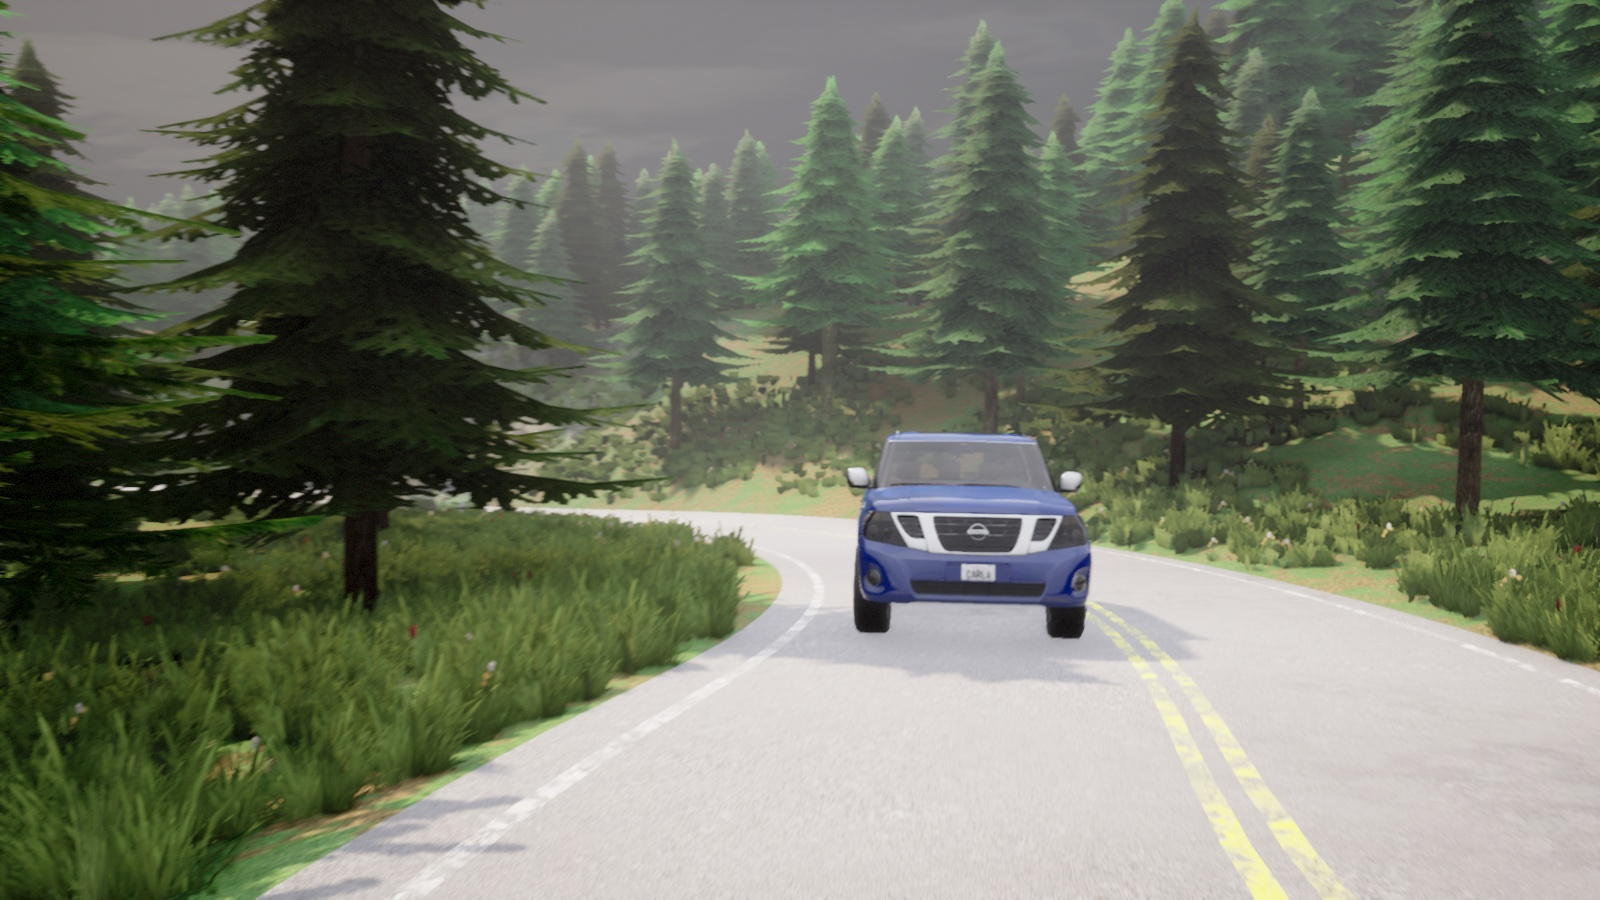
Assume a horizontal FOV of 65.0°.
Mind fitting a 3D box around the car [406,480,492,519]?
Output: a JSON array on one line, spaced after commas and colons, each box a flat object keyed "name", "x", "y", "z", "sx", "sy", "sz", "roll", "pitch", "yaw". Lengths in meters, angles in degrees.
[{"name": "car", "x": -15.232, "y": 2.133, "z": 54.349, "sx": 2.007, "sy": 1.525, "sz": 4.514, "roll": -3, "pitch": 0, "yaw": -37}]

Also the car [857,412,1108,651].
[{"name": "car", "x": 1.761, "y": 0.762, "z": 13.724, "sx": 2.150, "sy": 2.045, "sz": 5.566, "roll": 1, "pitch": -1, "yaw": 4}]
